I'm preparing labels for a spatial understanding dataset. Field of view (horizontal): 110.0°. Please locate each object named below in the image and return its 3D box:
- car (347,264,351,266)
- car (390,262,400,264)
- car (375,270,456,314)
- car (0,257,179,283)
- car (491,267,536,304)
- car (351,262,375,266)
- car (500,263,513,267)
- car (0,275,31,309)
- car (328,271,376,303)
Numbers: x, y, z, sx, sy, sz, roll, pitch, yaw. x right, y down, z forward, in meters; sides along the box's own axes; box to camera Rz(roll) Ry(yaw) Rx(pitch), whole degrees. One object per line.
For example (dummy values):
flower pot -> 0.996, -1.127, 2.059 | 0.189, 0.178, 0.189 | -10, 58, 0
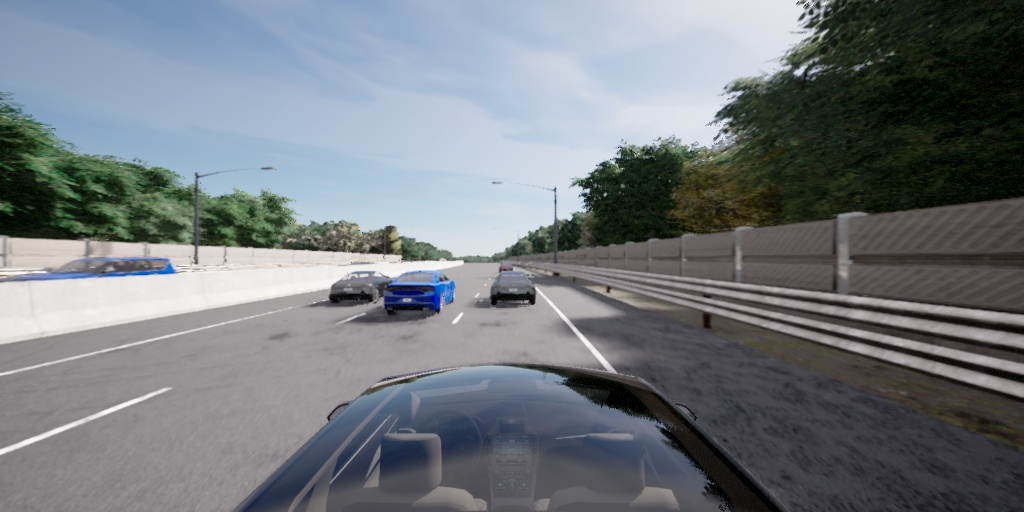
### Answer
car -> -25.830, 1.687, 59.652 | 2.128, 1.511, 4.902 | 0, -1, -2
car -> -18.719, 1.632, 57.119 | 1.882, 1.535, 5.008 | 0, -1, -2
car -> -3.429, 1.291, 14.105 | 1.882, 1.535, 5.008 | 0, 0, -1
car -> -17.656, 1.063, 15.562 | 2.150, 2.045, 5.566 | 0, 0, 0
car -> 0.033, 1.389, 16.869 | 1.994, 1.385, 4.181 | 0, 0, -1
car -> -22.113, 1.634, 54.465 | 1.837, 1.490, 4.892 | 0, 0, -2
car -> -0.858, 1.658, 51.861 | 1.994, 1.385, 4.181 | 0, -1, -2
car -> -21.135, 1.434, 12.701 | 1.895, 1.301, 4.718 | 0, 0, 0
car -> -6.968, 1.401, 17.204 | 1.994, 1.385, 4.181 | 0, 0, -1
